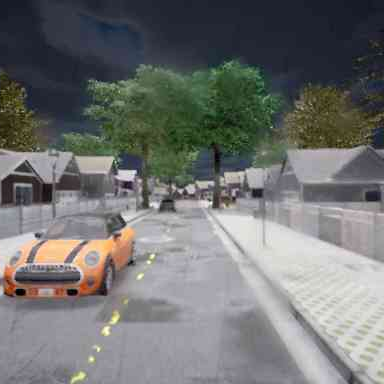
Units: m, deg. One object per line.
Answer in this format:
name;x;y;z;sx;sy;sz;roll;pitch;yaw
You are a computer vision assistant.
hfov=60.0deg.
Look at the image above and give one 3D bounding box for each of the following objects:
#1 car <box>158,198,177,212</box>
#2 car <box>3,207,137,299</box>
car;-2.780;1.526;38.562;1.837;1.490;4.892;0;-1;0
car;-2.815;1.352;8.681;2.097;1.767;4.553;0;0;0
